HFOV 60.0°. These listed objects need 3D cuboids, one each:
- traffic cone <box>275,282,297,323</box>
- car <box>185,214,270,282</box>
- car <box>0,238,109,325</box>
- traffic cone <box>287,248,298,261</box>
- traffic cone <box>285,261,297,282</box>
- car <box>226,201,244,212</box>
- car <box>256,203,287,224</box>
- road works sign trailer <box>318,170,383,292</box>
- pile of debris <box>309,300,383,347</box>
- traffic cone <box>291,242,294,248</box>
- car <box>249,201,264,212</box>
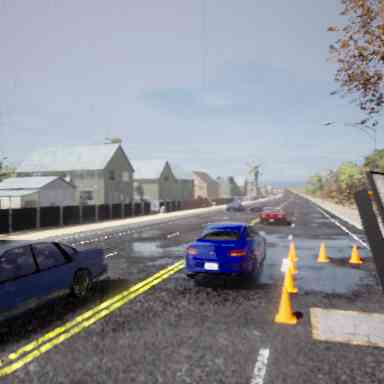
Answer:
[{"bbox_3d":[1.694,2.016,6.032,0.340,0.580,0.340,-1,-1,18],"label":"traffic cone"},{"bbox_3d":[1.178,1.641,10.189,1.812,1.442,4.674,-1,-1,18],"label":"car"},{"bbox_3d":[-3.692,1.659,6.363,2.033,1.411,5.357,-1,-1,18],"label":"car"},{"bbox_3d":[2.929,2.051,9.836,0.340,0.580,0.340,-1,-1,18],"label":"traffic cone"},{"bbox_3d":[2.312,2.033,7.934,0.340,0.580,0.340,-1,-1,18],"label":"traffic cone"},{"bbox_3d":[6.157,2.039,47.205,2.033,1.411,5.357,-1,-1,18],"label":"car"},{"bbox_3d":[6.720,1.867,27.252,1.895,1.301,4.718,-1,-1,18],"label":"car"},{"bbox_3d":[4.316,0.964,6.035,3.560,2.380,2.880,4,-23,-31],"label":"road works sign trailer"},{"bbox_3d":[2.993,2.209,5.622,1.860,0.140,1.500,-1,-1,18],"label":"pile of debris"},{"bbox_3d":[3.547,2.068,11.738,0.340,0.580,0.340,-1,-1,18],"label":"traffic cone"},{"bbox_3d":[9.121,1.996,45.812,2.033,1.411,5.357,-1,-1,18],"label":"car"}]
